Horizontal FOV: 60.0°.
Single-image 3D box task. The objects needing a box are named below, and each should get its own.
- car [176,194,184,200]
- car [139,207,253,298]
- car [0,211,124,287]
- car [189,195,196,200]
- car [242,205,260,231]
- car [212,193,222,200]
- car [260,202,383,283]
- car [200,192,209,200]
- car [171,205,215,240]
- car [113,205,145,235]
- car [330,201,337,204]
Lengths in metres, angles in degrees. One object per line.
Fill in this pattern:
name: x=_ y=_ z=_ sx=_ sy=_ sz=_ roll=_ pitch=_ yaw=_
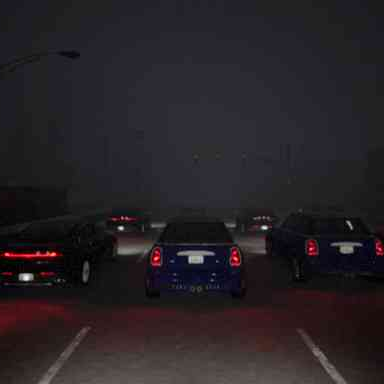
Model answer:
car: x=-3.415 y=1.465 z=91.354 sx=1.882 sy=1.535 sz=5.008 roll=0 pitch=0 yaw=0
car: x=0.091 y=1.352 z=8.695 sx=2.097 sy=1.767 sz=4.553 roll=0 pitch=0 yaw=0
car: x=-3.405 y=1.504 z=9.277 sx=1.837 sy=1.490 sz=4.892 roll=0 pitch=0 yaw=0
car: x=0.085 y=1.512 z=91.768 sx=1.812 sy=1.442 sz=4.674 roll=0 pitch=0 yaw=0
car: x=3.580 y=1.504 z=18.770 sx=1.837 sy=1.490 sz=4.892 roll=0 pitch=0 yaw=1
car: x=7.085 y=1.212 z=91.375 sx=2.150 sy=2.045 sz=5.566 roll=0 pitch=0 yaw=0
car: x=3.596 y=1.352 z=9.829 sx=2.097 sy=1.767 sz=4.553 roll=0 pitch=0 yaw=0
car: x=3.585 y=1.527 z=91.348 sx=2.033 sy=1.411 sz=5.357 roll=0 pitch=0 yaw=0
car: x=0.075 y=1.546 z=18.230 sx=2.033 sy=1.411 sz=5.357 roll=0 pitch=0 yaw=1
car: x=-3.422 y=1.504 z=18.559 sx=1.837 sy=1.490 sz=4.892 roll=0 pitch=0 yaw=1
car: x=7.075 y=1.351 z=18.383 sx=2.097 sy=1.767 sz=4.553 roll=0 pitch=0 yaw=0
